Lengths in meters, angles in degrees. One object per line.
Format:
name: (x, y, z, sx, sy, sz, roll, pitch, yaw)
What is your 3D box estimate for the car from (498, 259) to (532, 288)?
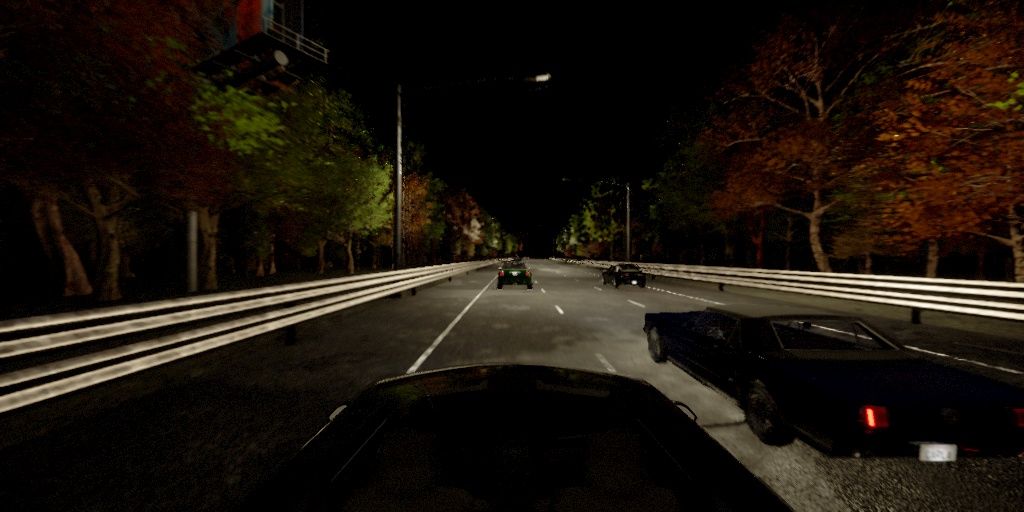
car: (0.196, 1.125, 23.835, 2.097, 1.767, 4.553, 0, 0, 1)

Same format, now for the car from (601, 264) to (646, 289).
car: (7.186, 1.286, 23.388, 1.837, 1.490, 4.892, 0, 0, 1)

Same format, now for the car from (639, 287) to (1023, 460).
car: (3.577, 1.359, 5.221, 1.895, 1.301, 4.718, 0, 0, 0)
